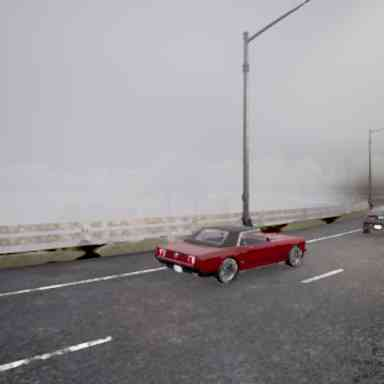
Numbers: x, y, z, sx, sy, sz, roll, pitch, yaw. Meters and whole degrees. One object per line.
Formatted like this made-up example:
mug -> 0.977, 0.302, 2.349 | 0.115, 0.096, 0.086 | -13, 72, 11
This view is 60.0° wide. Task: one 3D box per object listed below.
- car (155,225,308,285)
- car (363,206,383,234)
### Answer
car -> 1.371, 1.629, 9.699 | 4.718, 1.301, 1.895 | 0, 0, -40
car -> 11.242, 1.560, 18.855 | 1.837, 1.490, 4.892 | 0, 0, 44
